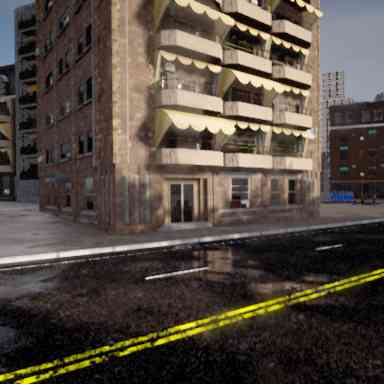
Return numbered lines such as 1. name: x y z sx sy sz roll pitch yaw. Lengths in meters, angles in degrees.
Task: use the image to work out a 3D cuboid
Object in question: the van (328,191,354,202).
1. van: 26.016 0.798 57.907 3.998 1.788 1.690 1 0 22
